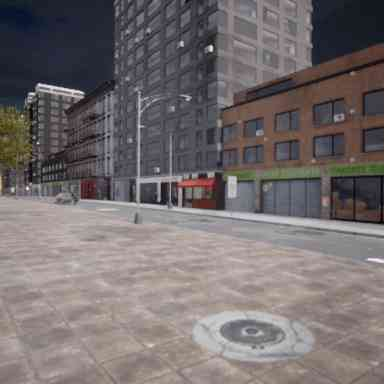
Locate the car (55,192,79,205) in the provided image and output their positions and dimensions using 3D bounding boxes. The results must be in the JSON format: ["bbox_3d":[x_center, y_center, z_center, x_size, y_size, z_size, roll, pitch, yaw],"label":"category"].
[{"bbox_3d":[-15.348,0.821,40.769,1.837,1.490,4.892,1,0,-36],"label":"car"}]
